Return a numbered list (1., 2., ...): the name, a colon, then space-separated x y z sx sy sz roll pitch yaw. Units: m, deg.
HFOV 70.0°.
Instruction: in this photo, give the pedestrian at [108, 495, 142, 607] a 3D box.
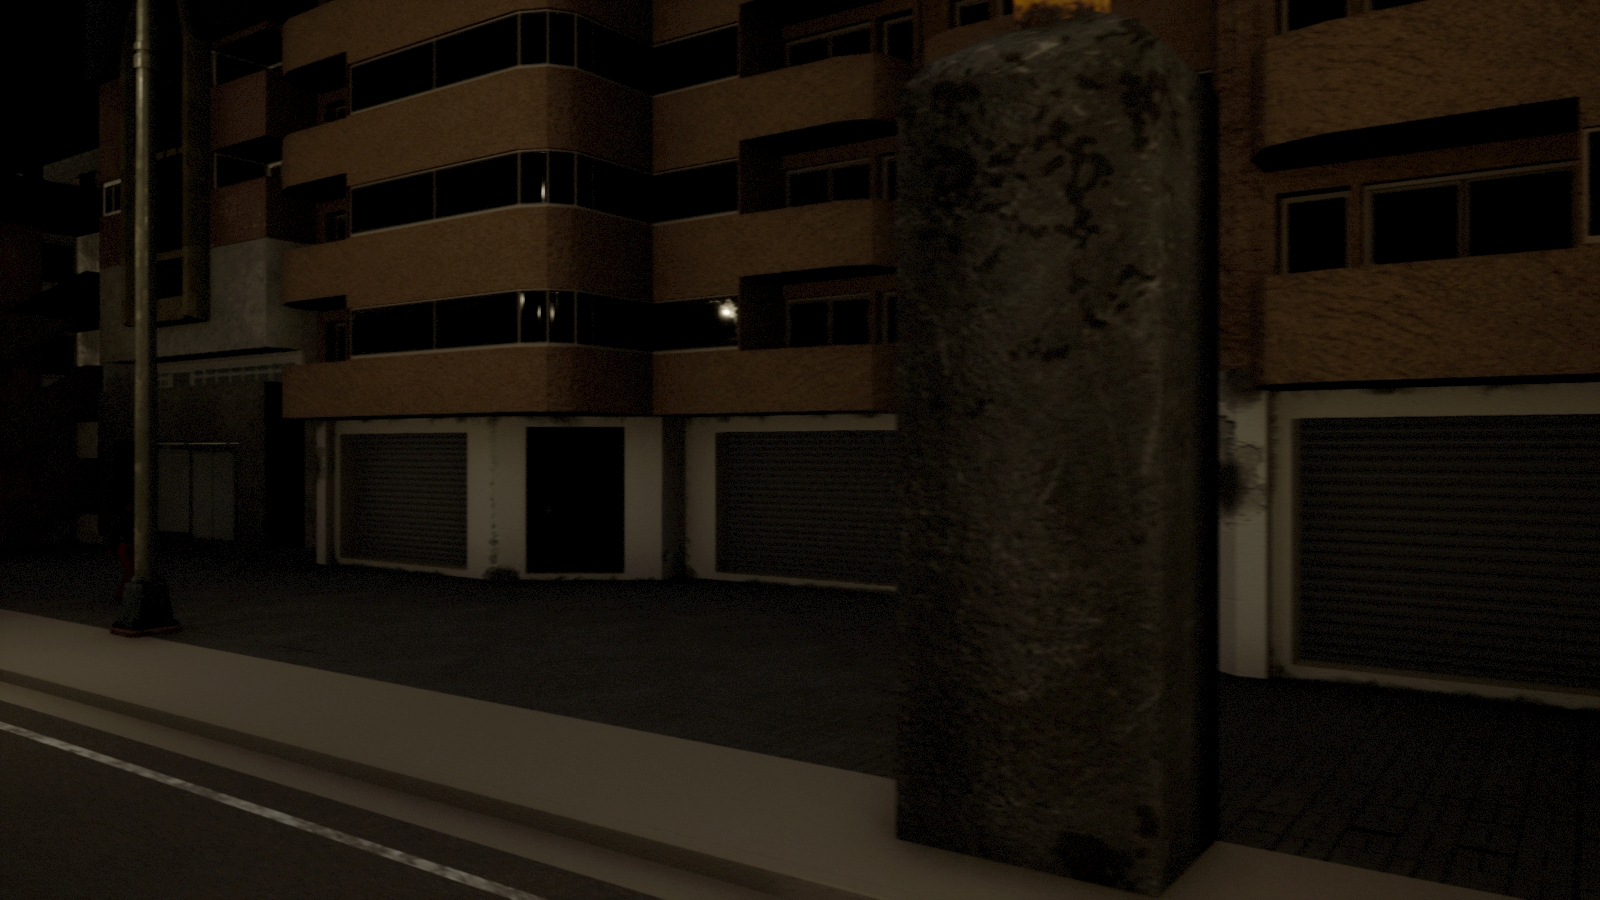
1. pedestrian: -11.474 1.699 19.410 0.375 1.860 0.375 0 0 36
